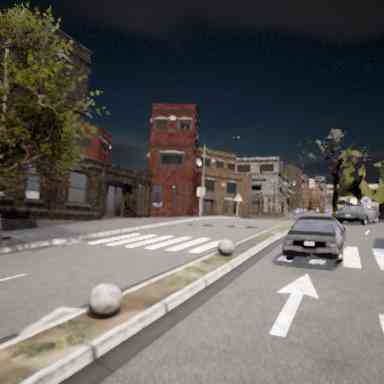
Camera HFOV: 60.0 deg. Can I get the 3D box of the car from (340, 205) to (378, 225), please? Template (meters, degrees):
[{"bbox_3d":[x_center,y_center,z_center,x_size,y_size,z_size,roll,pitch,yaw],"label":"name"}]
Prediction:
[{"bbox_3d":[11.798,1.582,23.839,1.994,1.385,4.181,-2,-3,42],"label":"car"}]

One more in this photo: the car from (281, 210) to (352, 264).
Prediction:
[{"bbox_3d":[4.643,1.597,12.285,2.033,1.411,5.357,0,0,26],"label":"car"}]
